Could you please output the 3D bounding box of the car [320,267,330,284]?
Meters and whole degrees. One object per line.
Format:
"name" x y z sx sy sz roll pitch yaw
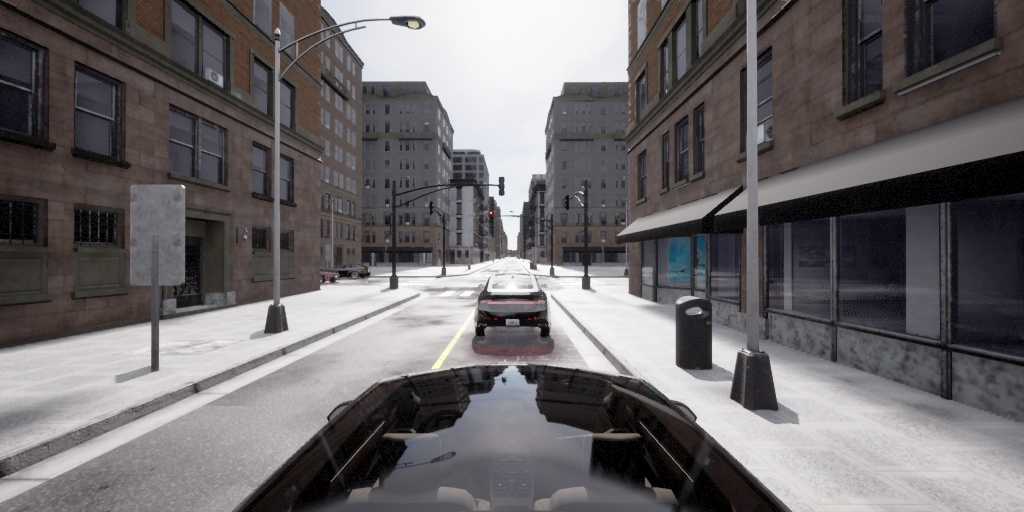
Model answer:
"car" -14.713 1.289 23.487 4.313 1.339 1.948 0 0 0

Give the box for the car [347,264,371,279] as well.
"car" -14.686 1.330 31.513 4.313 1.339 1.948 0 0 0

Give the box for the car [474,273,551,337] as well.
"car" 0.022 1.242 10.302 2.128 1.511 4.902 0 0 0

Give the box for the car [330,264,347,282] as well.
"car" -14.743 1.300 26.031 4.181 1.385 1.994 0 0 0
